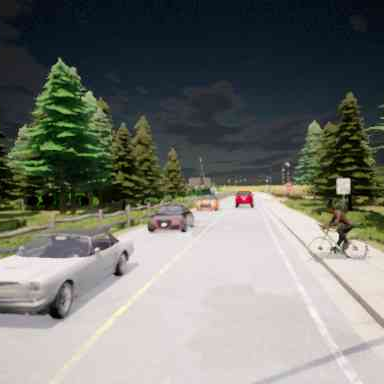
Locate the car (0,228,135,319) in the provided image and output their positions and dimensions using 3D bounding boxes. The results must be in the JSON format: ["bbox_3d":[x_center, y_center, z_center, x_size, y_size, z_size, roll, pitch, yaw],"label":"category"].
[{"bbox_3d":[-2.889,1.571,7.501,1.895,1.301,4.718,0,0,8],"label":"car"}]

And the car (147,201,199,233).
[{"bbox_3d":[-1.079,1.433,18.706,1.994,1.385,4.181,0,0,10],"label":"car"}]

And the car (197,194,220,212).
[{"bbox_3d":[1.699,1.071,34.897,2.097,1.767,4.553,0,1,10],"label":"car"}]

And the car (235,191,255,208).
[{"bbox_3d":[6.454,0.846,40.859,2.150,2.045,5.566,0,0,10],"label":"car"}]

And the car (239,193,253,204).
[{"bbox_3d":[8.372,1.008,51.006,1.882,1.535,5.008,0,1,12],"label":"car"}]

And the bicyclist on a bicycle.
[{"bbox_3d":[4.243,1.191,9.707,1.656,1.620,0.582,-1,0,10],"label":"bicyclist on a bicycle"}]
